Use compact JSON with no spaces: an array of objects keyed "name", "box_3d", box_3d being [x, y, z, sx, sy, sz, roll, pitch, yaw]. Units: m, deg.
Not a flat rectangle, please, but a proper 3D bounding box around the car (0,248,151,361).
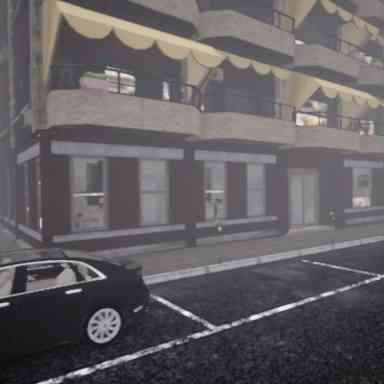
[{"name":"car","box_3d":[-2.722,1.546,4.638,4.403,1.369,2.008,0,0,-35]}]
